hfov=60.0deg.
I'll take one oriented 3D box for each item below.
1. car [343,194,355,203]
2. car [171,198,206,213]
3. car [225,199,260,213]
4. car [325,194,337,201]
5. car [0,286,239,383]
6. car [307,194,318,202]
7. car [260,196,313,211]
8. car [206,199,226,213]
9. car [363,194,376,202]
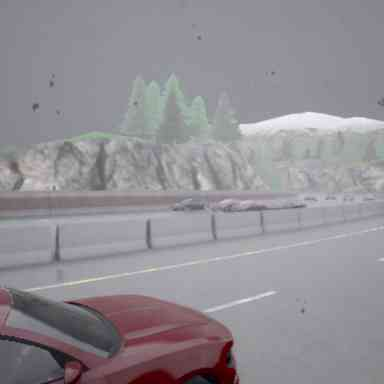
[{"bbox_3d":[30.325,1.226,64.352,2.128,1.511,4.902,0,0,29],"label":"car"},{"bbox_3d":[-0.098,1.445,35.931,4.892,1.490,1.837,0,0,-44],"label":"car"},{"bbox_3d":[5.622,1.443,31.723,4.674,1.442,1.812,0,0,-45],"label":"car"},{"bbox_3d":[28.879,1.180,69.117,1.994,1.385,4.181,0,0,27],"label":"car"},{"bbox_3d":[-1.847,1.484,2.451,5.008,1.535,1.882,-1,0,-36],"label":"car"},{"bbox_3d":[24.734,1.198,68.728,1.882,1.535,5.008,0,0,29],"label":"car"},{"bbox_3d":[8.479,1.384,29.637,1.882,1.535,5.008,0,0,45],"label":"car"},{"bbox_3d":[4.018,1.445,35.060,1.812,1.442,4.674,0,0,45],"label":"car"},{"bbox_3d":[32.724,1.166,61.432,1.812,1.442,4.674,0,0,29],"label":"car"}]
